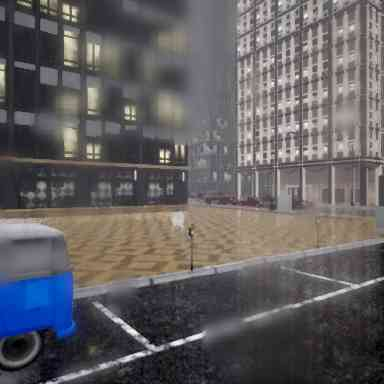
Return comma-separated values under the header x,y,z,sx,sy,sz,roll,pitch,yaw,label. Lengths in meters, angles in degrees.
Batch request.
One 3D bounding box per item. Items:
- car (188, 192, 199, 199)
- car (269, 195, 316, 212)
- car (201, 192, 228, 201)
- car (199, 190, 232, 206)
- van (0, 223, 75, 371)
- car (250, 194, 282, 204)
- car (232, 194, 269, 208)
x,y,z,sx,sy,sz,roll,pitch,yaw,label
0.620,0.646,60.314,1.947,1.339,4.313,1,0,-36,car
10.088,1.070,32.723,1.967,1.590,4.097,1,0,-36,car
3.771,0.709,55.920,1.752,1.417,4.829,1,0,-36,car
3.597,0.730,41.783,2.192,1.841,5.009,1,0,-36,car
-3.519,1.340,4.050,3.998,1.788,1.690,0,0,-36,van
10.365,0.984,46.716,1.802,1.307,4.206,1,0,-36,car
6.837,1.104,37.254,1.802,1.307,4.206,1,0,-36,car
